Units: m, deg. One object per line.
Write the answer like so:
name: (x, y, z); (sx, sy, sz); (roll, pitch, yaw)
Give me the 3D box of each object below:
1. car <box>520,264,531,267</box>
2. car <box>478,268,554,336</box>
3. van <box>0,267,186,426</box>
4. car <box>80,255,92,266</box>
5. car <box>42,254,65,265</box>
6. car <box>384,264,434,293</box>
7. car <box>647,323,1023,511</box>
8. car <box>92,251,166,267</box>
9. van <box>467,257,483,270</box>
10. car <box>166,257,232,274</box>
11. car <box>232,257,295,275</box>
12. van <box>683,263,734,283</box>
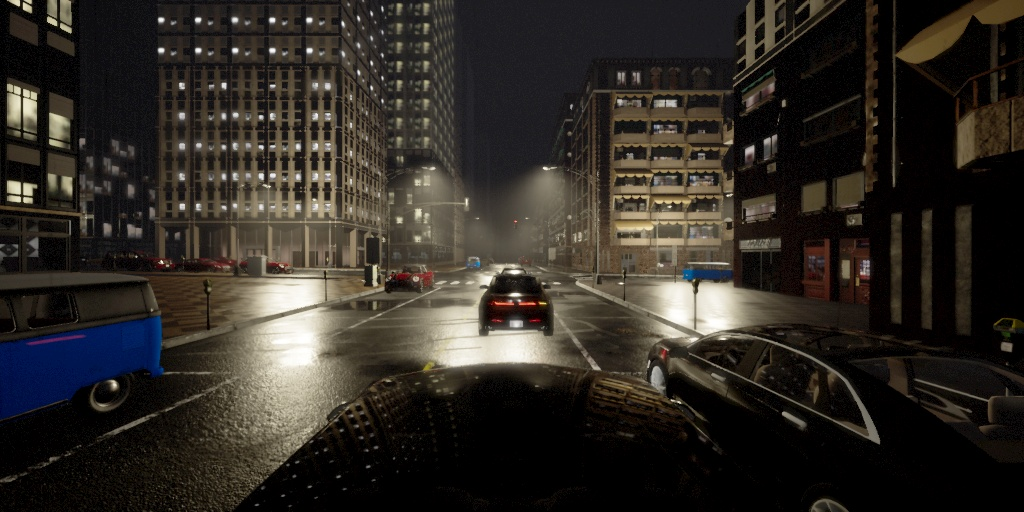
car: (0.102, 1.316, 19.157); (1.994, 1.385, 4.181); (0, 0, 0)
car: (0.102, 1.255, 10.364); (1.837, 1.490, 4.892); (0, 0, 0)
van: (-5.688, 1.091, 3.281); (1.690, 1.789, 3.998); (0, 0, 0)
car: (-43.696, 0.465, 39.327); (4.829, 1.417, 1.751); (0, 0, 0)
car: (-49.102, 0.399, 39.315); (4.313, 1.339, 1.948); (0, 0, 0)
car: (-5.688, 1.192, 20.227); (1.967, 1.591, 4.097); (0, 0, 0)
car: (2.692, 1.300, 3.280); (2.007, 1.370, 4.403); (0, 0, 0)
car: (-32.292, 0.482, 30.971); (5.009, 1.841, 2.192); (0, 0, 0)
van: (-5.686, 1.104, 52.701); (1.690, 1.789, 3.998); (0, 0, 0)
car: (-26.718, 0.857, 30.983); (4.207, 1.307, 1.802); (0, 0, 0)
car: (-21.144, 0.822, 30.995); (4.097, 1.591, 1.967); (0, 0, 0)
van: (16.915, 1.457, 30.943); (3.998, 1.789, 1.690); (0, 0, 0)
